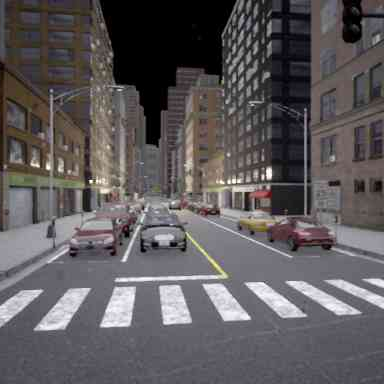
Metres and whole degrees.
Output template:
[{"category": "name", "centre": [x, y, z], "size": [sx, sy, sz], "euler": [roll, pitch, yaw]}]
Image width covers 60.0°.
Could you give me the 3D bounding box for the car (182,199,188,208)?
[{"category": "car", "centre": [-0.013, 2.223, 53.380], "size": [2.008, 1.369, 4.403], "euler": [-1, -1, -7]}]

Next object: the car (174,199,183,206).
[{"category": "car", "centre": [-3.374, 2.565, 81.165], "size": [1.752, 1.417, 4.829], "euler": [-1, -1, -7]}]

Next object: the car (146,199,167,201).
[{"category": "car", "centre": [-4.768, 2.035, 43.993], "size": [2.128, 1.511, 4.902], "euler": [0, -1, -7]}]

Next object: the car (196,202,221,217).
[{"category": "car", "centre": [1.992, 1.994, 36.812], "size": [1.887, 1.381, 4.507], "euler": [-1, -1, -7]}]

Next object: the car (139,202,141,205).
[{"category": "car", "centre": [-5.780, 1.883, 30.074], "size": [1.752, 1.417, 4.829], "euler": [-1, -1, -7]}]

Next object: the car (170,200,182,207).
[{"category": "car", "centre": [-2.949, 2.255, 54.773], "size": [1.994, 1.385, 4.181], "euler": [0, -1, -7]}]

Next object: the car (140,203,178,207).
[{"category": "car", "centre": [-2.440, 1.772, 24.004], "size": [2.128, 1.511, 4.902], "euler": [0, -1, -7]}]

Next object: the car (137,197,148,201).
[{"category": "car", "centre": [-8.477, 1.971, 52.342], "size": [2.192, 1.841, 5.009], "euler": [-1, -1, -7]}]

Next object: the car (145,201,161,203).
[{"category": "car", "centre": [-3.568, 1.931, 33.630], "size": [1.812, 1.442, 4.674], "euler": [0, -1, -7]}]

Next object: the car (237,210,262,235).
[{"category": "car", "centre": [3.976, 1.762, 20.413], "size": [1.752, 1.417, 4.829], "euler": [-1, -1, -7]}]

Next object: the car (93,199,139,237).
[{"category": "car", "centre": [-4.466, 1.533, 19.197], "size": [2.192, 1.841, 5.009], "euler": [-1, -1, -7]}]

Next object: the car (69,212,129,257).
[{"category": "car", "centre": [-3.795, 1.730, 13.670], "size": [1.802, 1.307, 4.206], "euler": [-1, -1, -7]}]

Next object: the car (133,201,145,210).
[{"category": "car", "centre": [-9.143, 2.275, 57.863], "size": [1.887, 1.381, 4.507], "euler": [-1, -1, -7]}]

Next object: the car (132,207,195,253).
[{"category": "car", "centre": [-1.318, 1.653, 14.672], "size": [2.128, 1.511, 4.902], "euler": [0, -1, -7]}]

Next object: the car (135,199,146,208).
[{"category": "car", "centre": [-9.813, 2.245, 63.389], "size": [1.967, 1.590, 4.097], "euler": [-1, -1, -7]}]

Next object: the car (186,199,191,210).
[{"category": "car", "centre": [0.655, 2.142, 47.858], "size": [1.887, 1.381, 4.507], "euler": [-1, -1, -7]}]

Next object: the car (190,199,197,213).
[{"category": "car", "centre": [1.322, 1.963, 42.335], "size": [1.967, 1.590, 4.097], "euler": [-1, -1, -7]}]

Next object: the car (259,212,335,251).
[{"category": "car", "centre": [4.665, 1.747, 14.721], "size": [1.802, 1.307, 4.206], "euler": [-1, -1, -7]}]

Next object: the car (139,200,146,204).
[{"category": "car", "centre": [-7.138, 2.057, 41.290], "size": [2.008, 1.369, 4.403], "euler": [-1, -1, -7]}]

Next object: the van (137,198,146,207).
[{"category": "van", "centre": [-10.482, 2.219, 68.915], "size": [1.690, 1.788, 3.998], "euler": [-1, -1, -7]}]
